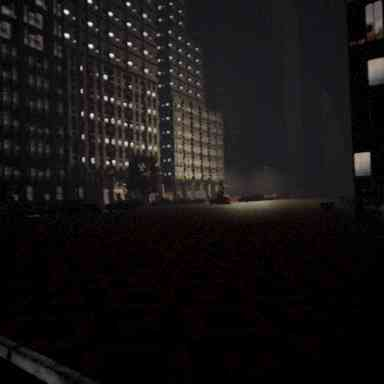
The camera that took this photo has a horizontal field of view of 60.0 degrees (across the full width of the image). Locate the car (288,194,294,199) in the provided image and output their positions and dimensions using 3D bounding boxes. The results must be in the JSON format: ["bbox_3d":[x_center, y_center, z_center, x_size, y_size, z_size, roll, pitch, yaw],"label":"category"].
[{"bbox_3d":[23.724,1.380,84.737,1.947,1.339,4.313,-2,-1,35],"label":"car"}]

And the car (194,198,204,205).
[{"bbox_3d":[1.089,1.800,66.392,2.008,1.369,4.403,-2,-1,35],"label":"car"}]

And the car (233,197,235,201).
[{"bbox_3d":[7.455,1.644,75.592,1.967,1.590,4.097,-2,-1,35],"label":"car"}]

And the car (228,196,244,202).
[{"bbox_3d":[10.643,1.726,80.190,1.887,1.381,4.507,-2,-1,35],"label":"car"}]

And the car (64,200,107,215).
[{"bbox_3d":[-11.370,1.521,34.319,1.967,1.590,4.097,-2,-1,35],"label":"car"}]

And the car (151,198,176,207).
[{"bbox_3d":[-5.284,1.737,57.196,1.967,1.590,4.097,-2,-1,35],"label":"car"}]

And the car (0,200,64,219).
[{"bbox_3d":[-14.450,1.633,29.866,1.752,1.417,4.829,-2,-1,35],"label":"car"}]

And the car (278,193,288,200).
[{"bbox_3d":[20.499,1.152,80.177,2.192,1.841,5.009,-2,-1,35],"label":"car"}]

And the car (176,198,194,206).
[{"bbox_3d":[-2.096,1.817,61.793,1.887,1.381,4.507,-2,-1,35],"label":"car"}]

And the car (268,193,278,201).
[{"bbox_3d":[17.302,1.299,75.598,1.967,1.590,4.097,-2,-1,35],"label":"car"}]

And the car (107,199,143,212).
[{"bbox_3d":[-8.187,1.636,38.908,1.802,1.307,4.206,-2,-1,35],"label":"car"}]

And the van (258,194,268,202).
[{"bbox_3d":[14.103,1.223,71.020,1.690,1.788,3.998,-2,-1,35],"label":"van"}]

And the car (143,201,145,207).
[{"bbox_3d":[-8.797,1.742,47.520,1.837,1.490,4.892,-3,-1,35],"label":"car"}]

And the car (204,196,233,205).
[{"bbox_3d":[4.635,1.477,57.406,1.752,1.417,4.829,-2,-1,35],"label":"car"}]

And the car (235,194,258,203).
[{"bbox_3d":[10.900,1.346,66.446,1.967,1.590,4.097,-2,-1,35],"label":"car"}]

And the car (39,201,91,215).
[{"bbox_3d":[-14.743,1.835,38.953,2.033,1.411,5.357,-3,-1,35],"label":"car"}]

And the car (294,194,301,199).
[{"bbox_3d":[26.998,1.318,89.470,1.752,1.417,4.829,-3,-1,35],"label":"car"}]

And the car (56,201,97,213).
[{"bbox_3d":[-14.931,1.900,43.258,1.752,1.417,4.829,-2,-1,35],"label":"car"}]
